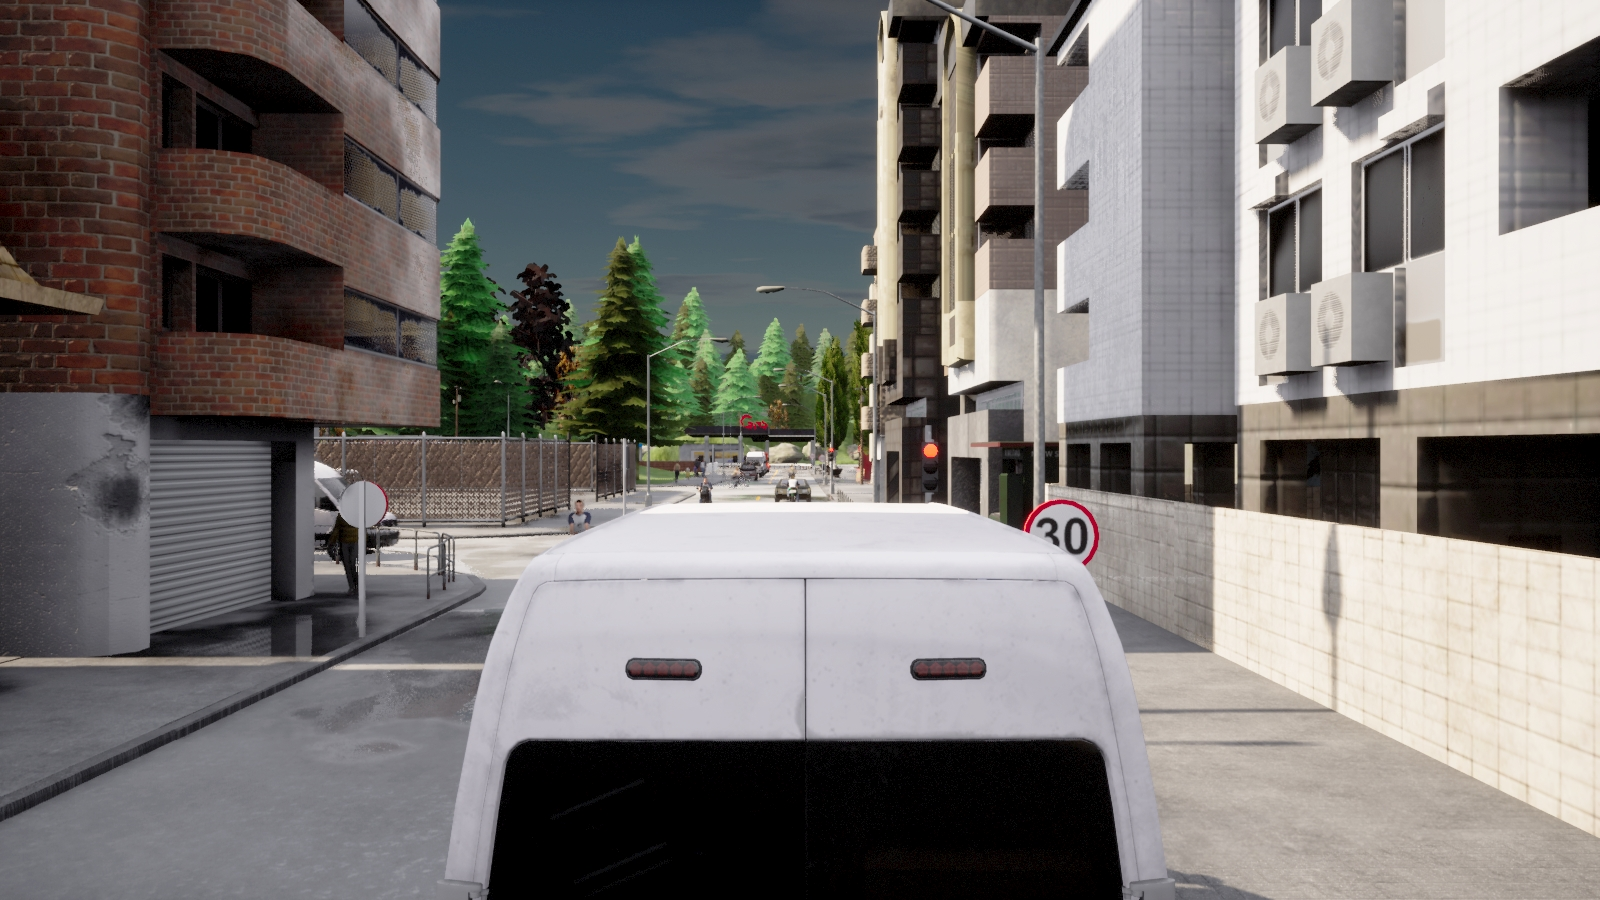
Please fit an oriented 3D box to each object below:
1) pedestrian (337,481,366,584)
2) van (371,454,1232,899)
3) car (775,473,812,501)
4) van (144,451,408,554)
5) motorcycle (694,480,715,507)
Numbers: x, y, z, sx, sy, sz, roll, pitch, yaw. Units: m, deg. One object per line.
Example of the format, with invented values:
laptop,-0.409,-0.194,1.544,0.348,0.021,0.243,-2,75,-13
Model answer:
pedestrian,-8.205,1.507,20.901,0.375,1.860,0.375,0,0,-1
van,-0.009,1.312,5.597,1.988,2.561,5.915,0,0,0
car,-0.339,1.912,60.159,1.895,1.301,4.718,0,0,0
van,-13.422,1.304,29.533,5.915,2.561,1.988,0,0,0
motorcycle,-4.334,1.973,52.180,0.803,1.145,2.033,0,0,0
